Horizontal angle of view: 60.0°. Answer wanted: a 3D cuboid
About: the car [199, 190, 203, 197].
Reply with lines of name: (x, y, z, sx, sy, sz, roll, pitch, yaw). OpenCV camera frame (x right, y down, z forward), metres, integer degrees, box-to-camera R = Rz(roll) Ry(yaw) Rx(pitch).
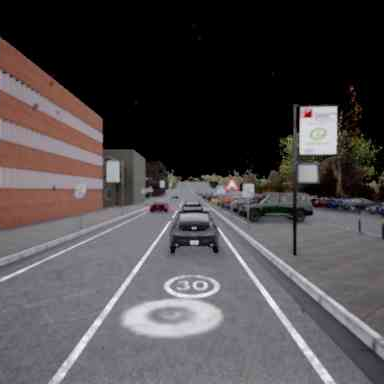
car: (5.350, 0.946, 87.357, 5.566, 2.045, 2.435, 0, 1, -1)

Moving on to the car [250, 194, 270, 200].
car: (17.921, 1.223, 87.715, 4.792, 1.488, 2.163, 0, 1, -1)

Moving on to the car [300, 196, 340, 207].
car: (18.528, 1.404, 48.169, 5.008, 1.535, 2.097, 0, 0, -1)

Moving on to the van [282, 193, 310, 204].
van: (18.475, 1.169, 59.336, 4.442, 1.987, 1.878, 0, 0, -1)

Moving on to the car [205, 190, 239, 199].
car: (5.780, 1.143, 61.914, 5.566, 2.045, 2.435, 0, 0, -1)

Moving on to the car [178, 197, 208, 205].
car: (0.025, 1.490, 30.125, 2.128, 1.511, 4.902, 0, 0, 0)

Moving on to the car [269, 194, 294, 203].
car: (18.204, 1.263, 67.931, 4.553, 1.767, 2.185, 0, 0, -1)

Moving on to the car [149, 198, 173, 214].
car: (-3.447, 1.608, 35.858, 1.895, 1.301, 4.718, 0, 0, 0)

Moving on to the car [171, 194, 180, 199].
car: (-3.781, 1.136, 76.469, 1.895, 1.301, 4.718, 0, 0, -1)

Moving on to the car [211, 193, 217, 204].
car: (6.103, 1.401, 50.615, 5.366, 1.575, 1.946, 0, 0, -1)

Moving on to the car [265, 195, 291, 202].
car: (18.228, 1.416, 70.629, 4.792, 1.488, 2.163, 0, 0, -1)

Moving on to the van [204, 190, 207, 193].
van: (5.617, 1.122, 79.006, 4.442, 1.987, 1.878, 0, 1, -1)

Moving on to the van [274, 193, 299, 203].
van: (18.396, 1.165, 64.986, 4.442, 1.987, 1.878, 0, 0, -1)

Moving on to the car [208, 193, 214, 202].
car: (5.691, 1.398, 53.435, 5.366, 1.575, 1.946, 0, 0, -1)

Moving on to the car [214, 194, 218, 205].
car: (5.957, 1.446, 47.787, 4.674, 1.452, 2.002, 0, 0, -1)

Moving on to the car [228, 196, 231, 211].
car: (6.203, 1.417, 30.835, 5.008, 1.535, 2.097, 0, 0, -1)

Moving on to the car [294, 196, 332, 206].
car: (18.477, 1.402, 50.992, 5.008, 1.535, 2.097, 0, 0, -1)

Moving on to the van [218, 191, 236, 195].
van: (6.118, 1.183, 44.963, 4.442, 1.987, 1.878, 0, 0, -1)

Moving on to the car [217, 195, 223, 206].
car: (6.013, 1.440, 42.136, 4.792, 1.488, 2.163, 0, 0, -1)

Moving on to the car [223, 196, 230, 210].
car: (6.123, 1.455, 36.485, 4.674, 1.452, 2.002, 0, 0, -1)

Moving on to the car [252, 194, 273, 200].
car: (17.962, 1.275, 84.892, 4.792, 1.488, 2.163, 0, 1, -1)

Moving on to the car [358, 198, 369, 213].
car: (18.785, 1.417, 31.104, 4.892, 1.521, 2.231, 0, 0, -1)

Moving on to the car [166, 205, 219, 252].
car: (0.081, 1.518, 14.014, 1.837, 1.490, 4.892, 0, 0, 0)

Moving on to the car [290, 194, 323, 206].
car: (18.471, 1.274, 53.815, 4.553, 1.767, 2.185, 0, 0, -1)

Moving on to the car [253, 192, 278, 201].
car: (18.005, 1.046, 82.064, 5.566, 2.045, 2.435, 0, 1, -1)

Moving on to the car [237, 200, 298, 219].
car: (6.247, 1.456, 28.007, 4.674, 1.452, 2.002, 0, 0, -1)

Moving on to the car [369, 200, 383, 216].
car: (18.790, 1.164, 28.404, 5.566, 2.045, 2.435, 0, 0, -1)

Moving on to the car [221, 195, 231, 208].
car: (6.087, 1.453, 39.311, 4.674, 1.452, 2.002, 0, 0, -1)

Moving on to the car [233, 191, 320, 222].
car: (6.263, 1.163, 25.183, 5.566, 2.045, 2.435, 0, 0, -1)

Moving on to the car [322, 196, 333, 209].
car: (18.645, 1.411, 39.574, 5.008, 1.535, 2.097, 0, 0, -1)

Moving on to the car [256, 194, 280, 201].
car: (18.068, 1.346, 79.235, 5.008, 1.535, 2.097, 0, 1, -1)

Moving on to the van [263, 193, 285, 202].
van: (18.037, 1.158, 73.453, 4.442, 1.987, 1.878, 0, 0, -1)

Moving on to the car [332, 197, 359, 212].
car: (18.688, 1.415, 36.750, 4.892, 1.521, 2.231, 0, 0, -1)

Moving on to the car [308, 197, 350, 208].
car: (18.596, 1.437, 45.221, 4.792, 1.488, 2.163, 0, 0, -1)

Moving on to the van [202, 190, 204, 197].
van: (5.536, 1.024, 84.535, 4.442, 1.987, 1.878, 0, 1, -1)

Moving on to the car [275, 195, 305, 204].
car: (18.325, 1.394, 62.160, 4.892, 1.521, 2.231, 0, 0, -1)

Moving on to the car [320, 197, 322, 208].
car: (18.604, 1.409, 42.397, 5.008, 1.535, 2.097, 0, 0, -1)

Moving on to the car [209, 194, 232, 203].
car: (5.700, 1.264, 67.565, 4.553, 1.767, 2.185, 0, 0, -1)
